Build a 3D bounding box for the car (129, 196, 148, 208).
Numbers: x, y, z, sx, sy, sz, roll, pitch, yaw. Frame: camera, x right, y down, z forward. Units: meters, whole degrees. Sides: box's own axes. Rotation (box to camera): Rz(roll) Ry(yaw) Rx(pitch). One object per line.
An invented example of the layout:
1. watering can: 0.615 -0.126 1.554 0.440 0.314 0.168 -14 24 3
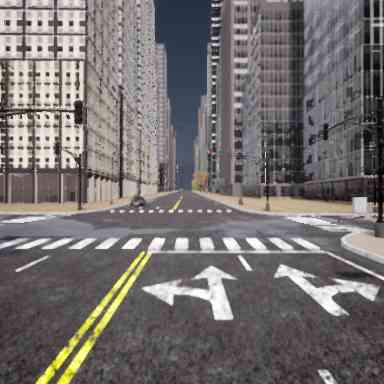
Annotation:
1. car: -7.078 1.274 44.247 1.812 1.442 4.674 0 1 -1
